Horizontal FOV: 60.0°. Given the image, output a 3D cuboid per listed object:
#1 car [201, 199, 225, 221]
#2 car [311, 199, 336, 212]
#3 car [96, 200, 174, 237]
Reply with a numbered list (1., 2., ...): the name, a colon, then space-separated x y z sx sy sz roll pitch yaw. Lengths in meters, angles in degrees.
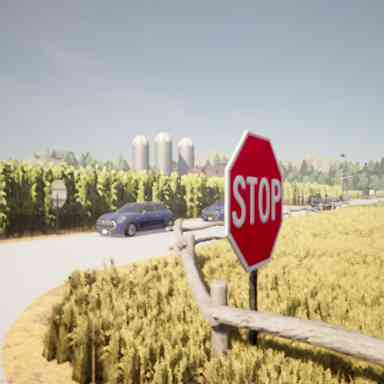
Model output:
1. car: 2.637 1.358 26.129 2.097 1.767 4.553 0 0 36
2. car: 14.974 1.496 37.828 2.128 1.511 4.902 0 0 35
3. car: -3.005 1.358 18.196 2.097 1.767 4.553 0 0 35
